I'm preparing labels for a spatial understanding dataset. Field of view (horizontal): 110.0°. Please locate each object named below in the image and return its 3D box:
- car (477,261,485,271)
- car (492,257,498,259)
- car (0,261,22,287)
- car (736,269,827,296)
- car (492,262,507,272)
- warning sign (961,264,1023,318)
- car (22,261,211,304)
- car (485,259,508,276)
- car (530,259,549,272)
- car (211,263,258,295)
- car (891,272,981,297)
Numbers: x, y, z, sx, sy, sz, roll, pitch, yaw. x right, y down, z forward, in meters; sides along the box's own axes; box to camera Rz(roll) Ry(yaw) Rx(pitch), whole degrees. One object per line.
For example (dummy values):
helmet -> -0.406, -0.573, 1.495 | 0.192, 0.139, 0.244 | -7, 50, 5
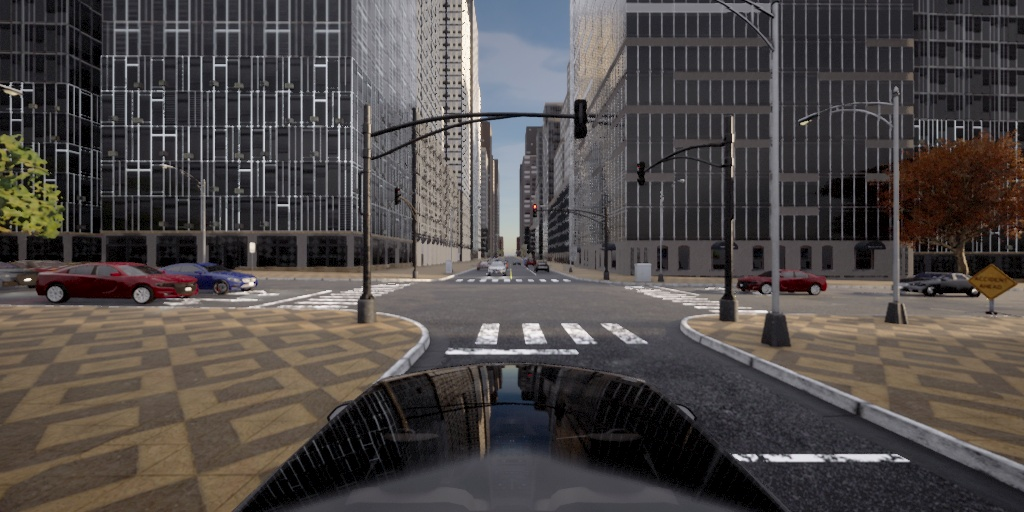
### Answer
car -> -4.121, 1.425, 52.159 | 1.802, 1.307, 4.207 | 0, 0, 0
car -> -1.681, 1.202, 58.524 | 2.097, 1.767, 4.553 | 0, 0, -1
car -> -24.904, 0.907, 16.881 | 4.181, 1.385, 1.994 | 1, 0, -3
car -> 16.717, 1.588, 22.340 | 5.008, 1.535, 1.882 | 1, 0, -3
car -> -1.626, 1.440, 48.244 | 1.895, 1.301, 4.718 | 0, 0, 0
warning sign -> 17.257, 1.222, 12.905 | 1.060, 1.860, 1.300 | 0, 0, -3
car -> -15.288, 0.993, 14.086 | 5.008, 1.535, 1.882 | 1, 0, -2
car -> -1.566, 1.353, 38.284 | 1.812, 1.442, 4.674 | 0, 0, 0
car -> 3.843, 1.403, 46.681 | 1.948, 1.339, 4.313 | 0, 0, 0
car -> -14.977, 1.052, 17.358 | 4.674, 1.442, 1.812 | 1, 0, -1
car -> 27.060, 1.788, 22.838 | 4.902, 1.511, 2.128 | 1, 0, -3
